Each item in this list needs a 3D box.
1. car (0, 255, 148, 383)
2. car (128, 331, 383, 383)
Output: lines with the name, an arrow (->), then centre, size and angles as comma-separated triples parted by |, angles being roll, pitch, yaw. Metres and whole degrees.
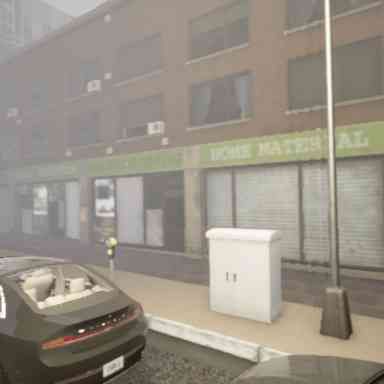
car -> -2.594, 1.599, 4.742 | 4.403, 1.369, 2.008 | -1, -1, 36
car -> 2.020, 1.542, 1.446 | 4.403, 1.369, 2.008 | -1, -1, 36
